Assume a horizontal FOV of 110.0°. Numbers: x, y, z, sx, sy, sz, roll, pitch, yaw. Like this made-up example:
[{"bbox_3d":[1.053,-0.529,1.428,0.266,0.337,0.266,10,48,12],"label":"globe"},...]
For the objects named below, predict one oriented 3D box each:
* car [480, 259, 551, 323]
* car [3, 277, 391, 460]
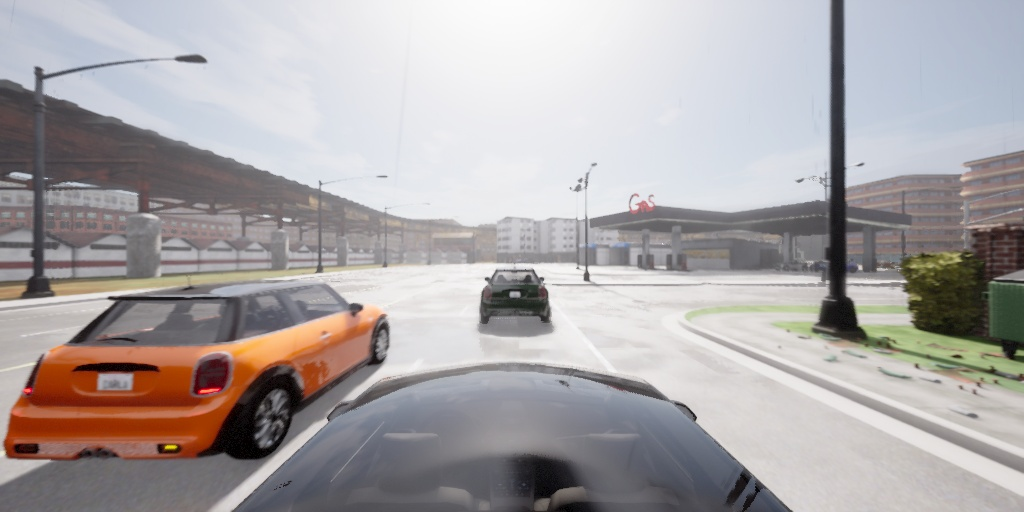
[{"bbox_3d":[0.090,1.123,12.390,2.097,1.767,4.553,0,0,0],"label":"car"},{"bbox_3d":[-3.416,1.110,5.217,2.097,1.767,4.553,0,0,0],"label":"car"}]
